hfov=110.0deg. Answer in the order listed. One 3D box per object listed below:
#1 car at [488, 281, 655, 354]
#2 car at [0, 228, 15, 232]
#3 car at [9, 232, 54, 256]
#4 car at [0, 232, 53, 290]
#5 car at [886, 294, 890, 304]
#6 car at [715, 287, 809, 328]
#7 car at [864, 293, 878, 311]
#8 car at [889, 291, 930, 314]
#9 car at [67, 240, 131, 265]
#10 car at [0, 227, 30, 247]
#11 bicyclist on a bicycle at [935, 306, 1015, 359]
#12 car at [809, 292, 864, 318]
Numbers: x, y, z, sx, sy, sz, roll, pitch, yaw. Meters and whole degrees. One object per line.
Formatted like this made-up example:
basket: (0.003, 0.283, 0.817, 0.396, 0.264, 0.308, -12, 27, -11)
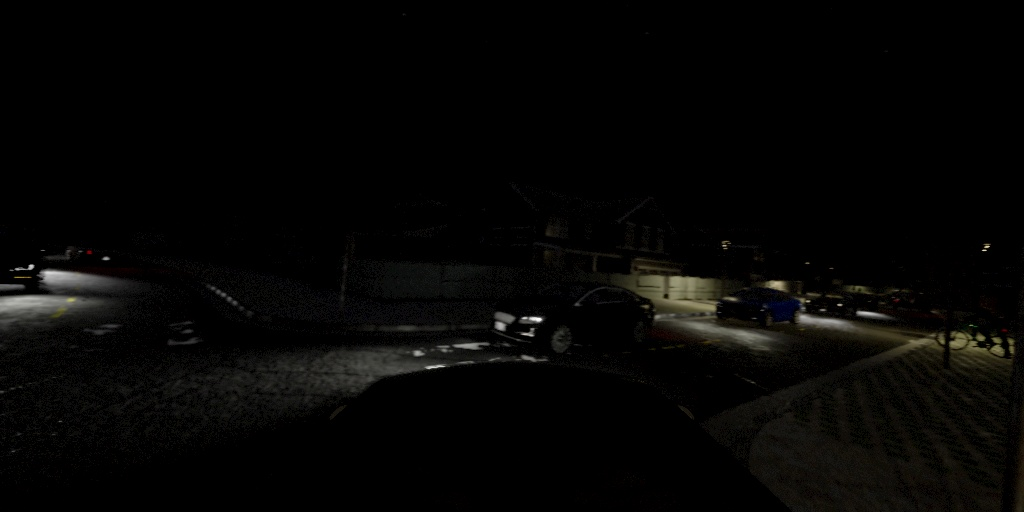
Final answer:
car: (1.719, 1.408, 9.214, 4.902, 1.511, 2.128, 5, -1, -37)
car: (-32.606, -0.972, 22.317, 5.357, 1.411, 2.033, 4, -1, 27)
car: (-23.776, -0.304, 17.051, 4.718, 1.301, 1.895, 4, -1, 33)
car: (-15.799, 0.137, 10.963, 4.892, 1.490, 1.837, 4, -1, 40)
car: (41.381, 4.598, 38.156, 1.837, 1.490, 4.892, 4, 0, 43)
car: (10.909, 2.138, 15.786, 5.008, 1.535, 1.882, 5, -1, -35)
car: (28.617, 3.687, 29.493, 4.718, 1.301, 1.895, 5, 0, -41)
car: (34.446, 3.887, 31.007, 4.553, 1.767, 2.097, 5, 0, -43)
car: (-23.983, -0.256, 20.785, 4.718, 1.301, 1.895, 4, -1, 33)
car: (-43.649, -1.711, 30.282, 5.357, 1.411, 2.033, 4, -1, 20)
bicyclist on a bicycle: (14.133, 2.169, 10.871, 0.582, 1.620, 1.656, 5, 0, -35)
car: (20.036, 2.998, 22.432, 4.718, 1.301, 1.895, 5, 0, -38)
